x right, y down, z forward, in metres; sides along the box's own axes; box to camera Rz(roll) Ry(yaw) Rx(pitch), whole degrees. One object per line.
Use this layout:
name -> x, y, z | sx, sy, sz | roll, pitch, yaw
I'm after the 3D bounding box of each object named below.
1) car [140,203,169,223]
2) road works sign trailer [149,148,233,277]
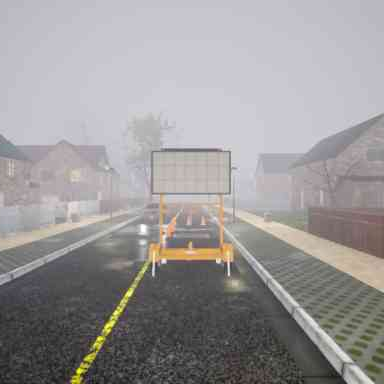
car -> -2.820, 1.581, 25.858 | 1.812, 1.442, 4.674 | 0, 0, 0
road works sign trailer -> -0.027, 0.472, 10.208 | 2.380, 3.560, 2.880 | 0, 0, 0
